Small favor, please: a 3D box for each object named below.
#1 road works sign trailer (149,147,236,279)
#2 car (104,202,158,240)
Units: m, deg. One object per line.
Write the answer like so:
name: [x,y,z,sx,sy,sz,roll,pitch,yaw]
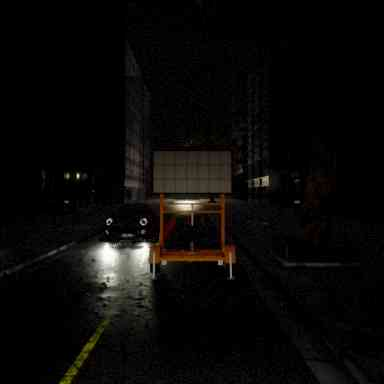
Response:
road works sign trailer: [0.009,0.464,9.982,2.380,3.560,2.880,0,0,0]
car: [-2.984,1.352,16.999,2.097,1.767,4.553,0,0,0]
